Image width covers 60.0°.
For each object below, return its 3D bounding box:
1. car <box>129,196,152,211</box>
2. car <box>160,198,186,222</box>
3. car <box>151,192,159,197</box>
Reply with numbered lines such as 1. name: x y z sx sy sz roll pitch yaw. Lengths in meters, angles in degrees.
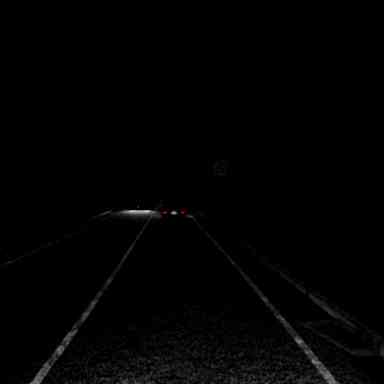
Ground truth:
1. car: -6.043 1.406 38.356 1.994 1.385 4.181 0 0 -4
2. car: -1.405 1.460 25.225 2.033 1.411 5.357 0 0 -4
3. car: -8.883 0.782 79.651 1.837 1.490 4.892 0 0 -3
